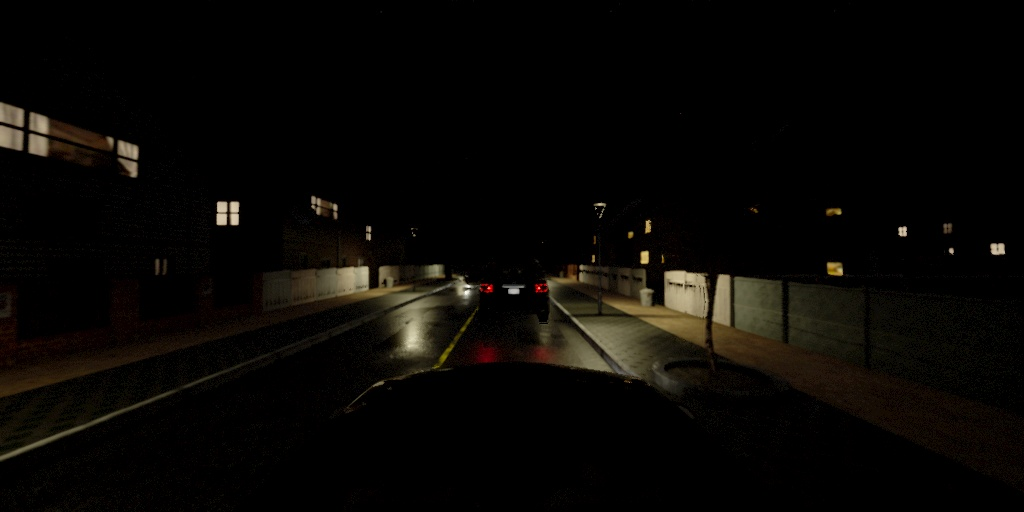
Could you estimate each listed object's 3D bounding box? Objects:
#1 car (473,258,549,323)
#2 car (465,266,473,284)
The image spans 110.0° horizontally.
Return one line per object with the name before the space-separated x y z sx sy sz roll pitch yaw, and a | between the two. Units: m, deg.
car | 0.055 1.098 12.749 2.150 2.045 5.566 0 0 0
car | -2.938 1.591 31.258 1.882 1.535 5.008 0 -1 0
